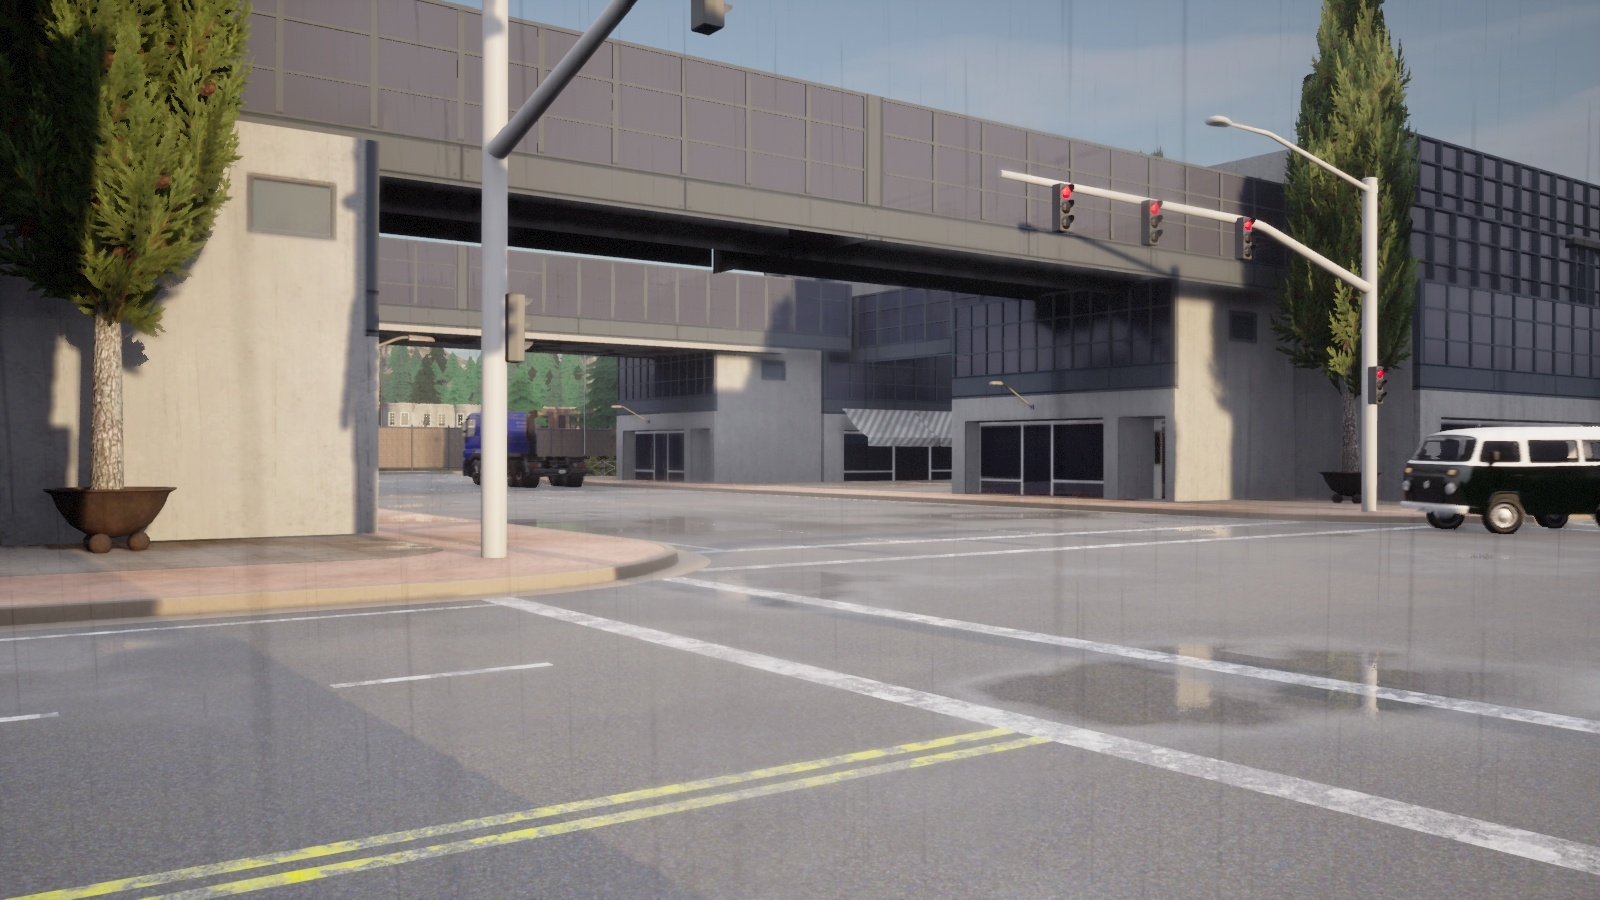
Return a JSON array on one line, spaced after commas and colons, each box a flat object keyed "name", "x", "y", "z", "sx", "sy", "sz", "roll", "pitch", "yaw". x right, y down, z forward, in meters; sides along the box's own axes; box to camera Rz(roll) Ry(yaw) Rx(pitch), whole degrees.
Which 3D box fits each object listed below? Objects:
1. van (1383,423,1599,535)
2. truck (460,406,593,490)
[{"name": "van", "x": 13.944, "y": 0.498, "z": 24.270, "sx": 4.480, "sy": 2.038, "sz": 2.069, "roll": 0, "pitch": 1, "yaw": -11}, {"name": "truck", "x": -12.316, "y": -0.074, "z": 55.947, "sx": 2.891, "sy": 3.462, "sz": 7.936, "roll": 0, "pitch": 0, "yaw": -36}]
